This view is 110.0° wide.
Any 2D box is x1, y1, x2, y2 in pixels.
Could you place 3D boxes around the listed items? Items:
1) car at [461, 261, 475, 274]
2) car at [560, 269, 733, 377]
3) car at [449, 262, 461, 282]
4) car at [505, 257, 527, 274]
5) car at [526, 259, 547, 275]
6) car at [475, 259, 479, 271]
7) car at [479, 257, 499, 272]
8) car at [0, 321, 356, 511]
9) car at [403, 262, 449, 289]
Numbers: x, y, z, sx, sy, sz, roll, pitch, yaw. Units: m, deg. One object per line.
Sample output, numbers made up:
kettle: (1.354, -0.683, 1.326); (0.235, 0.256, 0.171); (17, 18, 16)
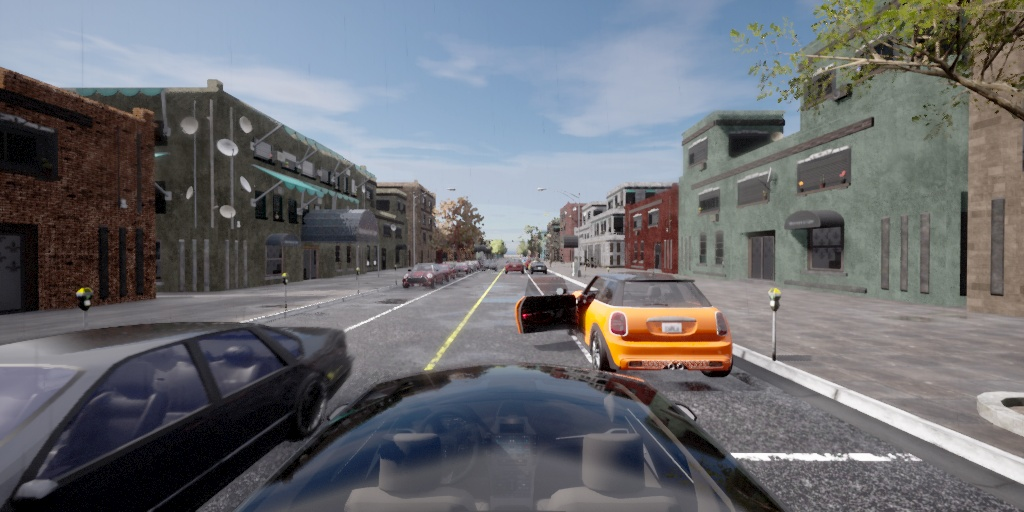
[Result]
car: (-5.486, 1.323, 39.613); (1.802, 1.307, 4.207); (0, 0, 0)
car: (2.421, 1.101, 7.532); (2.097, 1.767, 4.553); (0, 0, 0)
car: (-5.544, 1.289, 28.517); (1.888, 1.381, 4.507); (0, 0, 0)
car: (0.296, 1.093, 40.922); (2.097, 1.767, 4.553); (0, 0, 1)
car: (2.894, 1.307, 39.571); (1.948, 1.339, 4.313); (0, 0, 0)
car: (-5.458, 1.290, 45.161); (2.007, 1.370, 4.403); (0, 0, 0)
car: (-2.770, 1.240, 45.310); (1.837, 1.490, 4.892); (0, 0, 0)
car: (-3.094, 1.297, 2.647); (2.033, 1.411, 5.357); (0, 0, 0)
car: (-5.574, 1.185, 22.968); (1.967, 1.591, 4.097); (0, 0, 0)
